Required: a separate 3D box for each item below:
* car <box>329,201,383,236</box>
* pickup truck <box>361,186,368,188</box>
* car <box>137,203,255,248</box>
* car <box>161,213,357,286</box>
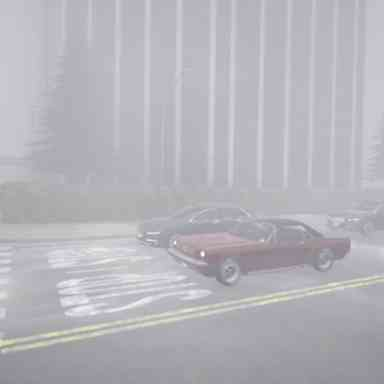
[{"bbox_3d":[8.691,1.187,16.109,4.902,1.511,2.128,0,2,-27],"label":"car"},{"bbox_3d":[39.099,-0.370,76.230,2.390,2.098,6.274,1,2,3],"label":"pickup truck"},{"bbox_3d":[0.457,1.185,11.941,4.892,1.490,1.837,0,2,-27],"label":"car"},{"bbox_3d":[1.815,1.387,8.709,4.718,1.301,1.895,0,2,-27],"label":"car"}]
